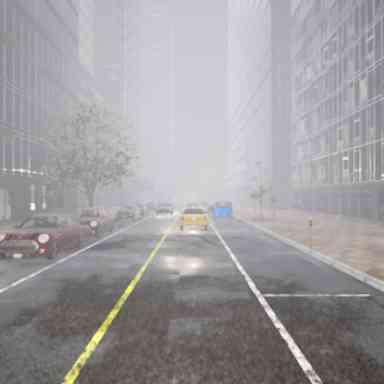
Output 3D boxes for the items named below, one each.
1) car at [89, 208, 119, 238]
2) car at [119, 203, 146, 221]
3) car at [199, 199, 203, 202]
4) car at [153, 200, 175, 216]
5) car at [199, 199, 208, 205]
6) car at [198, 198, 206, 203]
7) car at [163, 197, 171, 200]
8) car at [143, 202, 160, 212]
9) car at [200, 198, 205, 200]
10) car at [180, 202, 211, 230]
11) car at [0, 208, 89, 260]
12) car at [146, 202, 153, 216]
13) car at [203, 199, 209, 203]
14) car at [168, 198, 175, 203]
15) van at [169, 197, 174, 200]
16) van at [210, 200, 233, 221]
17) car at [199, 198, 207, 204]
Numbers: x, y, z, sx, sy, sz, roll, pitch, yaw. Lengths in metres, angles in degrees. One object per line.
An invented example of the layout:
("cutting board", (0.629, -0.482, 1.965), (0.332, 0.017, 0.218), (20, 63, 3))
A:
("car", (-5.682, 1.633, 18.520), (1.967, 1.590, 4.097), (0, -1, 0))
("car", (-5.676, 1.860, 29.903), (2.008, 1.369, 4.403), (0, -1, 0))
("car", (0.121, 1.970, 41.748), (2.033, 1.411, 5.357), (0, -1, 0))
("car", (-3.078, 1.942, 38.815), (2.033, 1.411, 5.357), (0, -1, 0))
("car", (2.730, 2.318, 81.126), (2.008, 1.369, 4.403), (0, 0, 0))
("car", (2.736, 2.416, 92.511), (2.008, 1.369, 4.403), (0, 0, 0))
("car", (-5.659, 2.199, 64.057), (1.802, 1.307, 4.206), (0, 0, 0))
("car", (-5.667, 2.050, 46.979), (1.802, 1.307, 4.206), (0, -1, 0))
("car", (2.725, 2.250, 69.742), (1.802, 1.307, 4.206), (0, 0, 0))
("car", (0.112, 1.697, 23.258), (1.801, 1.575, 5.366), (0, -1, 0))
("car", (-5.685, 1.574, 12.828), (1.967, 1.590, 4.097), (0, -1, 0))
("car", (-5.674, 1.915, 35.595), (2.008, 1.369, 4.403), (0, -1, 0))
("car", (2.710, 1.969, 41.280), (2.008, 1.369, 4.403), (0, -1, 0))
("car", (-5.645, 2.446, 92.516), (1.802, 1.307, 4.206), (0, 0, 0))
("van", (-5.653, 2.058, 75.442), (1.690, 1.788, 3.998), (0, 0, 0))
("van", (2.704, 1.651, 29.897), (1.690, 1.788, 3.998), (0, -1, 0))
("car", (2.734, 2.257, 86.818), (1.967, 1.590, 4.097), (0, 0, 0))
